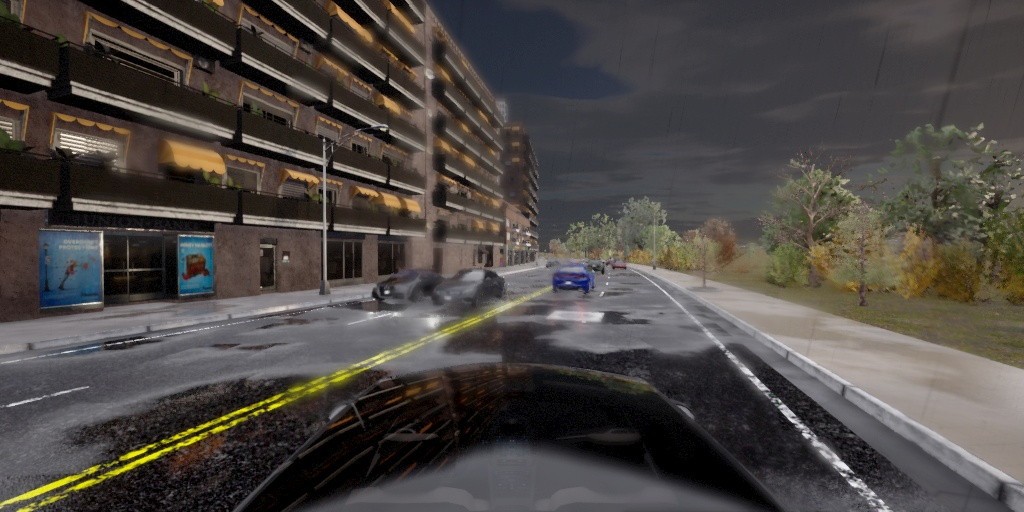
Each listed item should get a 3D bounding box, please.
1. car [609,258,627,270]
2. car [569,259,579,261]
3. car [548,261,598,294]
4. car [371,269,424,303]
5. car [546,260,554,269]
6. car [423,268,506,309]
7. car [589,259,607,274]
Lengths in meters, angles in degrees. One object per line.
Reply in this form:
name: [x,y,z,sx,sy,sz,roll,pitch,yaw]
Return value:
car: [15.913,1.274,53.371,1.994,1.385,4.181,0,0,13]
car: [9.661,1.192,56.030,1.882,1.535,5.008,0,0,13]
car: [3.596,1.220,20.403,1.882,1.535,5.008,0,0,17]
car: [-4.582,1.311,16.778,1.994,1.385,4.181,0,0,18]
car: [6.562,1.281,57.058,1.994,1.385,4.181,0,0,13]
car: [-1.634,1.272,15.318,1.812,1.442,4.674,0,0,18]
car: [9.716,1.080,41.892,2.097,1.767,4.553,0,0,15]
